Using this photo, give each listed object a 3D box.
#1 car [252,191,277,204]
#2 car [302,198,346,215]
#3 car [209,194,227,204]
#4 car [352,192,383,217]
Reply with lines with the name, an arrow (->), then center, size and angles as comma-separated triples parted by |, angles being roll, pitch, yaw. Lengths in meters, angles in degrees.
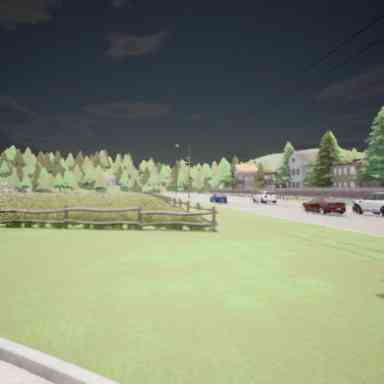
car -> 11.324, 0.820, 52.273 | 2.150, 2.045, 5.566 | 0, 0, -11
car -> 11.969, 1.257, 30.589 | 1.882, 1.535, 5.008 | 0, 0, -11
car -> 4.105, 1.052, 52.729 | 1.882, 1.535, 5.008 | 0, 0, -11
car -> 16.036, 1.033, 28.004 | 2.150, 2.045, 5.566 | 0, 0, -11
